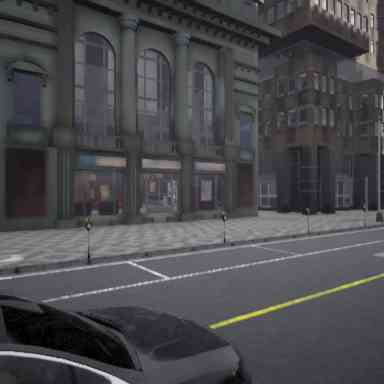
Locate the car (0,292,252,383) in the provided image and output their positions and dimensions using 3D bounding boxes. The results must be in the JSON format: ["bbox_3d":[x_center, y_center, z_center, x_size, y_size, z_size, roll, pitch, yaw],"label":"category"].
[{"bbox_3d":[-1.705,1.503,2.218,4.892,1.490,1.837,0,0,-36],"label":"car"}]
